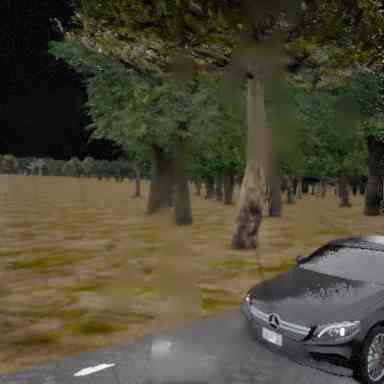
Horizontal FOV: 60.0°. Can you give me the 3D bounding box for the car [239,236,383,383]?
[{"bbox_3d":[2.873,1.503,5.427,4.674,1.442,1.812,0,0,-35],"label":"car"}]
